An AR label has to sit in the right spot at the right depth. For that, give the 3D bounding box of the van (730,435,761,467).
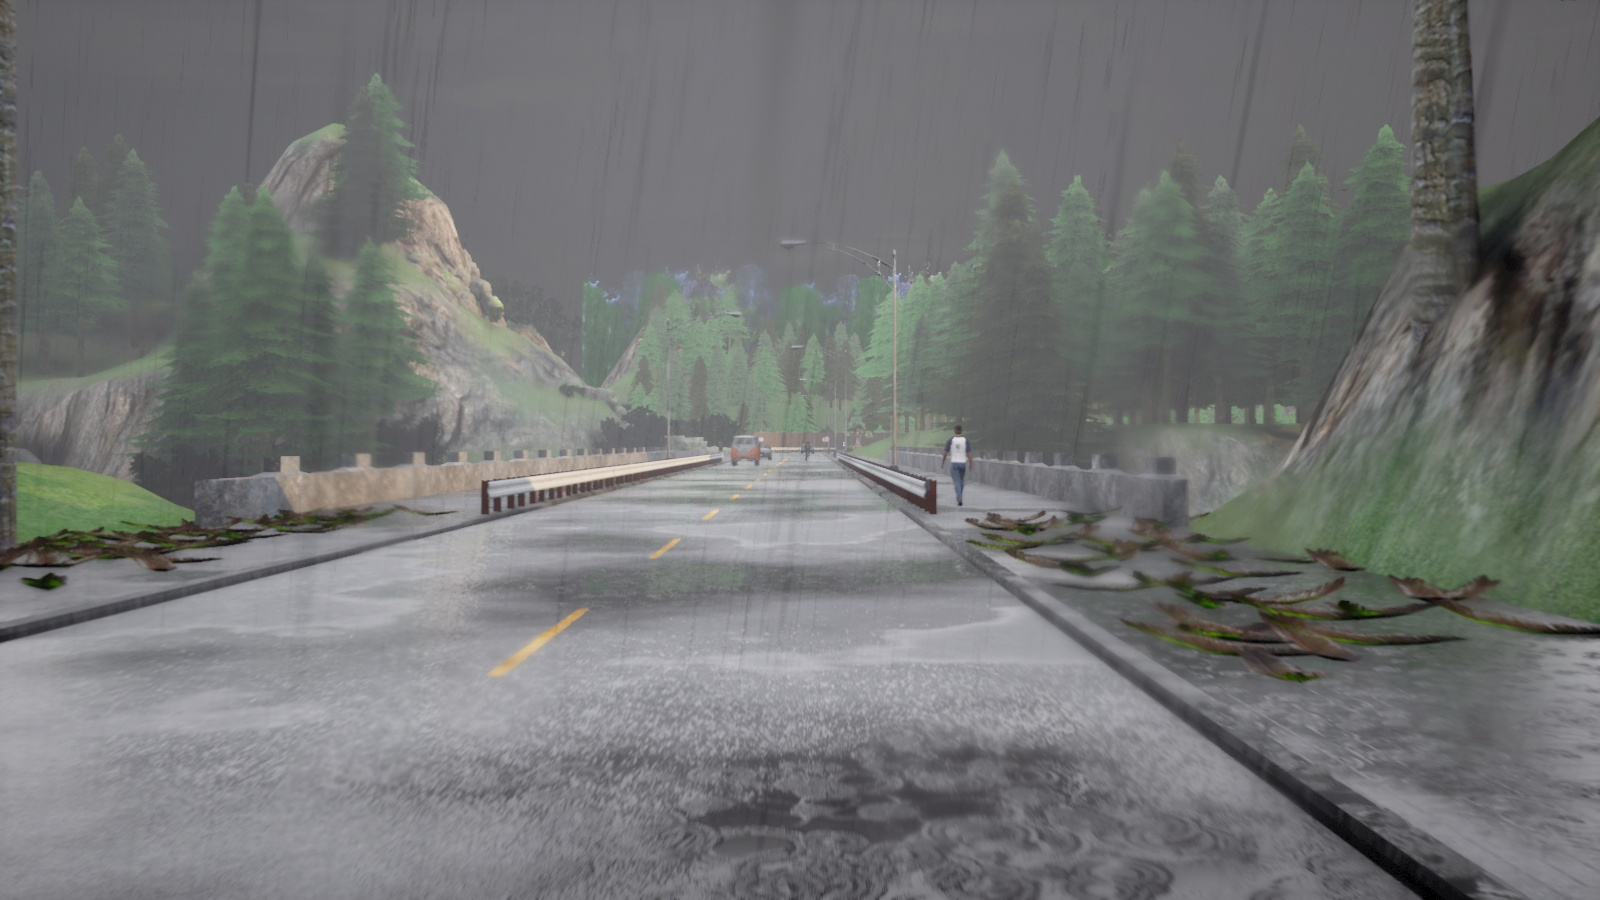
[{"bbox_3d":[-3.506,0.041,80.730,1.775,1.987,4.442,0,0,0],"label":"van"}]

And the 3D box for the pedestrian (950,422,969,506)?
[{"bbox_3d":[3.525,0.303,27.790,0.354,1.836,0.706,0,0,3],"label":"pedestrian"}]
